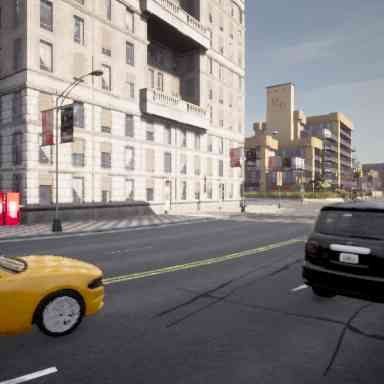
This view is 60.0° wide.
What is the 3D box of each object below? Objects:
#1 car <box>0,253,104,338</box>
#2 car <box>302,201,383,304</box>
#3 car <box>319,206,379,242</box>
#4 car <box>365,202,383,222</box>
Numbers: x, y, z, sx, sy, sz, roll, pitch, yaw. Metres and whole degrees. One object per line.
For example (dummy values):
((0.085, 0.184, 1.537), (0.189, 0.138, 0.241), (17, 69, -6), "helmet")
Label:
((-3.859, 1.472, 4.962), (5.008, 1.535, 1.882), (0, 0, -34), "car")
((4.591, 1.218, 7.525), (5.566, 2.045, 2.150), (0, 0, -44), "car")
((8.238, 1.519, 17.196), (1.812, 1.442, 4.674), (0, -1, 37), "car")
((15.353, 1.552, 26.714), (1.994, 1.385, 4.181), (0, 0, 36), "car")
